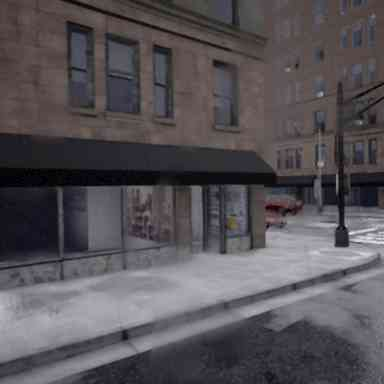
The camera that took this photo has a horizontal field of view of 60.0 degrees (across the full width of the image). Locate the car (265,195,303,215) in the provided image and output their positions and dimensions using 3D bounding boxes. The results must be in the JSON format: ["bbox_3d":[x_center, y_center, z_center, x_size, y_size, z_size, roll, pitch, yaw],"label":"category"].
[{"bbox_3d":[7.604,1.184,30.065,2.192,1.841,5.009,-2,1,-36],"label":"car"}]

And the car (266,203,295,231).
[{"bbox_3d":[3.916,1.562,20.617,1.802,1.307,4.206,-2,1,-36],"label":"car"}]
